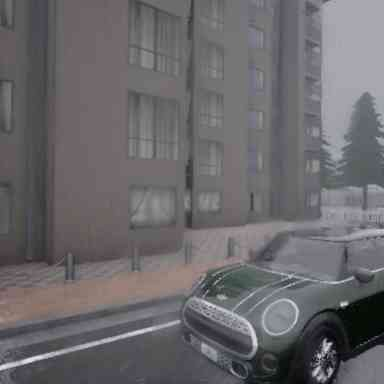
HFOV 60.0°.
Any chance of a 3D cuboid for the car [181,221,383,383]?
[{"bbox_3d":[2.046,1.413,5.439,4.553,1.767,2.097,1,-1,-36],"label":"car"}]
